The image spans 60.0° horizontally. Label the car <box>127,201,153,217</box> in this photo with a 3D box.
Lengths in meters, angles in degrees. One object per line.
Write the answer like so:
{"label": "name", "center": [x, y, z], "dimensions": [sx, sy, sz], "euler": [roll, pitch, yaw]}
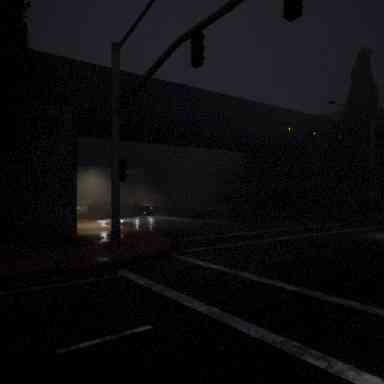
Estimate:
{"label": "car", "center": [-5.610, 1.586, 32.096], "dimensions": [1.895, 1.301, 4.718], "euler": [0, 0, -36]}

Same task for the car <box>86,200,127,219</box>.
{"label": "car", "center": [-7.764, 1.493, 29.108], "dimensions": [1.837, 1.490, 4.892], "euler": [0, 0, -36]}
